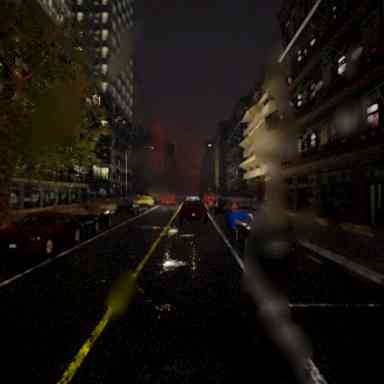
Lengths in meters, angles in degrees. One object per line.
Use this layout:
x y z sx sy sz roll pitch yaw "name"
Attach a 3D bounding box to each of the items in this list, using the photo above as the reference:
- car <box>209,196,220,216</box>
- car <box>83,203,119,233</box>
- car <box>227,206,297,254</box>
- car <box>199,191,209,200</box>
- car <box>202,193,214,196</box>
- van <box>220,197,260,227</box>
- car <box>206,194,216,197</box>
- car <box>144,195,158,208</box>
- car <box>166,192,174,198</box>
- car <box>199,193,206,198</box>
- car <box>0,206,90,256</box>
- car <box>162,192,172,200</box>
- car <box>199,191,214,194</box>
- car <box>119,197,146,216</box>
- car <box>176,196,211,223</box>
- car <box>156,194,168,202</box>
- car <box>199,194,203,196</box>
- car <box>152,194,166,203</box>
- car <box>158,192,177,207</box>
2.710 1.340 29.724 1.947 1.339 4.313 1 0 0 "car"
-5.678 1.411 18.449 2.008 1.369 4.403 1 0 0 "car"
2.702 1.454 12.756 2.008 1.369 4.403 1 0 0 "car"
2.677 0.736 74.971 2.192 1.841 5.009 1 0 0 "car"
2.671 1.224 46.693 1.802 1.307 4.206 1 0 0 "car"
2.706 1.202 18.410 1.690 1.788 3.998 1 0 0 "van"
2.715 1.254 35.550 1.752 1.417 4.829 1 0 0 "car"
-5.676 1.212 40.904 1.752 1.417 4.829 1 0 0 "car"
-5.671 0.771 86.323 1.967 1.590 4.097 1 0 0 "car"
2.845 0.868 91.942 1.802 1.307 4.206 1 0 0 "car"
-5.678 1.448 12.792 1.887 1.381 4.507 1 0 0 "car"
-5.671 0.861 75.010 1.967 1.590 4.097 1 0 0 "car"
2.675 0.913 52.346 2.192 1.841 5.009 1 0 0 "car"
-5.677 1.325 29.762 2.008 1.369 4.403 1 0 0 "car"
0.102 1.296 23.982 1.882 1.535 5.008 0 1 0 "car"
-5.674 1.060 63.699 2.008 1.369 4.403 1 0 0 "car"
0.103 1.281 41.779 1.895 1.301 4.718 0 0 0 "car"
-5.674 1.104 58.043 2.008 1.369 4.403 1 0 0 "car"
-3.085 1.138 44.350 1.882 1.535 5.008 0 0 0 "car"
